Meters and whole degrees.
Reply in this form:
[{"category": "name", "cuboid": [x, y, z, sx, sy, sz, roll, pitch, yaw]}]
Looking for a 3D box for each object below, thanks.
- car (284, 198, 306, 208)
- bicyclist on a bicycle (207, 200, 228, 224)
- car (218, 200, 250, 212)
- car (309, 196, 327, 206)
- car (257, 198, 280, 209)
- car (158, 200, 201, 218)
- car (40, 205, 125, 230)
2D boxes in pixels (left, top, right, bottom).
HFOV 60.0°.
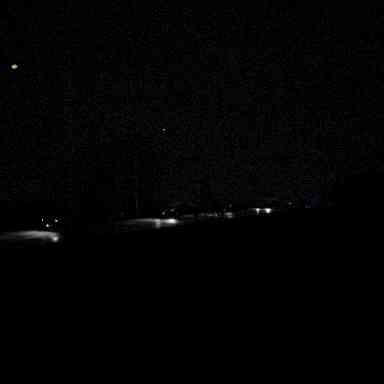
[{"category": "car", "cuboid": [14.167, 1.487, 45.741, 1.994, 1.385, 4.181, -1, -1, 35]}, {"category": "bicyclist on a bicycle", "cuboid": [1.723, 1.344, 22.840, 1.656, 1.620, 0.582, 0, 0, 35]}, {"category": "car", "cuboid": [4.750, 1.549, 37.491, 1.895, 1.301, 4.718, -1, -1, 35]}, {"category": "car", "cuboid": [21.199, 1.477, 55.726, 1.882, 1.535, 5.008, -1, -1, 35]}, {"category": "car", "cuboid": [10.575, 1.491, 45.685, 1.812, 1.442, 4.674, -1, -1, 36]}, {"category": "car", "cuboid": [-1.016, 1.488, 29.338, 1.812, 1.442, 4.674, -1, -1, 35]}, {"category": "car", "cuboid": [-6.746, 1.531, 21.162, 2.033, 1.411, 5.357, -1, -1, 34]}]
